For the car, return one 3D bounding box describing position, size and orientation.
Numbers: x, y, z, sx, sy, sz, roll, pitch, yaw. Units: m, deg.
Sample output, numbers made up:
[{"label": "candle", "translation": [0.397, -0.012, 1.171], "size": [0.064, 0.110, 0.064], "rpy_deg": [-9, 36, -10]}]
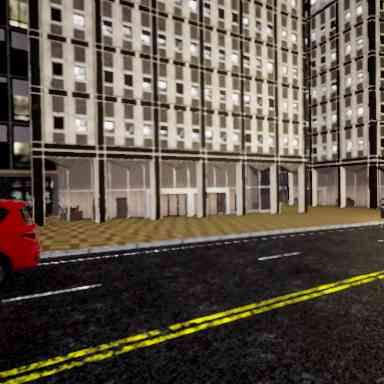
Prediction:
[{"label": "car", "translation": [-6.284, 1.214, 7.135], "size": [5.566, 2.045, 2.150], "rpy_deg": [0, 0, -35]}]
